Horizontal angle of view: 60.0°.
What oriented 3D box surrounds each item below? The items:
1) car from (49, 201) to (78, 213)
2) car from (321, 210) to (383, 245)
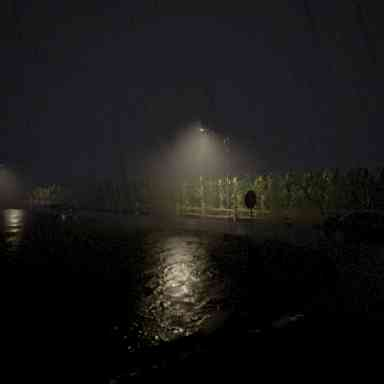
[{"bbox_3d":[-15.808,1.812,40.803,1.895,1.301,4.718,2,-2,-42],"label":"car"},{"bbox_3d":[7.910,1.555,13.835,1.837,1.490,4.892,1,-1,-40],"label":"car"}]
